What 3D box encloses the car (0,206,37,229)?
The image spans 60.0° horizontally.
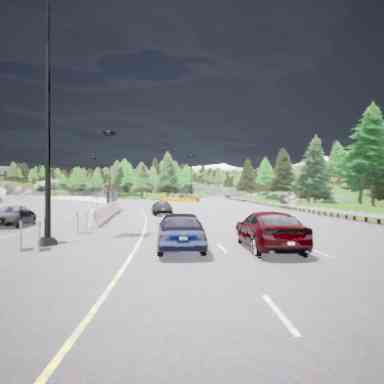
[{"bbox_3d":[-11.923,1.636,22.137,1.994,1.385,4.181,0,0,-7],"label":"car"}]

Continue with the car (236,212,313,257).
[{"bbox_3d":[3.023,1.511,13.138,1.882,1.535,5.008,0,0,-4],"label":"car"}]

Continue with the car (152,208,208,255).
[{"bbox_3d":[-0.470,1.585,13.421,2.033,1.411,5.357,0,0,-4],"label":"car"}]

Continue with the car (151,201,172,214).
[{"bbox_3d":[-3.184,1.661,34.714,1.994,1.385,4.181,0,0,-10],"label":"car"}]
